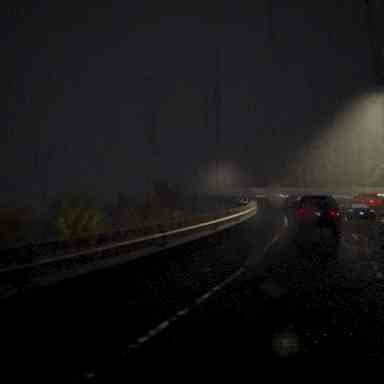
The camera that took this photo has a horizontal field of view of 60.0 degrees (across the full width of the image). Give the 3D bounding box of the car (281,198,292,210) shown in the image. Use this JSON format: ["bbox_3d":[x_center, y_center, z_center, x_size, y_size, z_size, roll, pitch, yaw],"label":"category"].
[{"bbox_3d":[11.968,1.445,40.059,2.033,1.411,5.357,0,0,7],"label":"car"}]

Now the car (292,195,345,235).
[{"bbox_3d":[6.990,1.172,18.744,2.150,2.045,5.566,0,0,19],"label":"car"}]

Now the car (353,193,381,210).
[{"bbox_3d":[20.083,1.115,38.406,2.150,2.045,5.566,0,0,16],"label":"car"}]

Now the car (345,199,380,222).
[{"bbox_3d":[12.686,1.493,25.758,1.994,1.385,4.181,0,0,15],"label":"car"}]
